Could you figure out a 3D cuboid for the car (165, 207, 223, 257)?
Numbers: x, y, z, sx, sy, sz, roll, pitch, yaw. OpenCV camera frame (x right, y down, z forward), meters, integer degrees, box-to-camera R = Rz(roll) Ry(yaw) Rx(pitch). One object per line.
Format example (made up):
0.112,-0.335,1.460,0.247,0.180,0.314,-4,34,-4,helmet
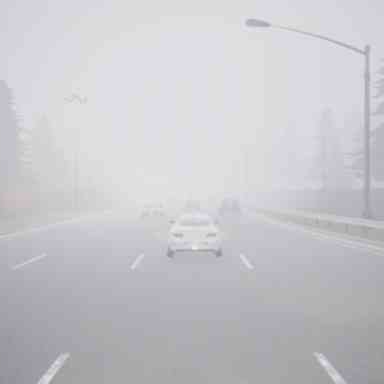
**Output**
0.088,1.520,12.864,1.812,1.442,4.674,0,0,0,car

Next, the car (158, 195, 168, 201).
-7.075,1.507,81.970,2.033,1.411,5.357,0,0,0,car

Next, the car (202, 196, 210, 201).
3.425,1.555,81.908,1.895,1.301,4.718,0,0,0,car

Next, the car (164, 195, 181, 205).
-3.454,1.453,59.659,1.882,1.535,5.008,0,0,0,car

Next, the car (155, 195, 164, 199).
-7.065,1.512,71.767,2.033,1.411,5.357,0,0,0,car

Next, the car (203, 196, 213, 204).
3.542,1.494,63.049,1.812,1.442,4.674,0,0,0,car

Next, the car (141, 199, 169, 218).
-3.428,1.589,30.476,1.895,1.301,4.718,0,0,0,car

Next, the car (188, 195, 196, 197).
0.013,1.323,64.998,2.097,1.767,4.553,0,0,0,car

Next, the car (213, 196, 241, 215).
3.569,1.334,32.999,2.097,1.767,4.553,0,0,0,car

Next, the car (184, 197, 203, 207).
0.065,1.582,39.898,1.895,1.301,4.718,0,0,0,car
